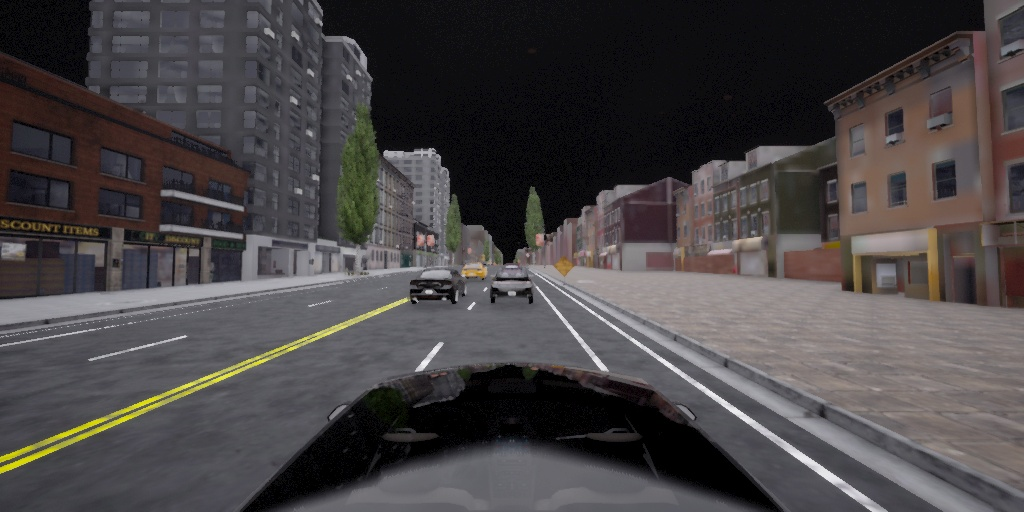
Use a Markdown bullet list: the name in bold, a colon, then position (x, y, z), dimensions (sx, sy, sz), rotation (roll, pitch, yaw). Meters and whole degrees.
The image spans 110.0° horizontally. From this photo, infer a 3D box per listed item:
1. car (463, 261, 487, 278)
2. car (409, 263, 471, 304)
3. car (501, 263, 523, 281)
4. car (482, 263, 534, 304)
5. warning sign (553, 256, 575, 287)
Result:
- **car**: position (-3.251, 1.312, 31.522), dimensions (1.882, 1.535, 5.008), rotation (0, 0, 0)
- **car**: position (-3.250, 1.259, 16.511), dimensions (1.882, 1.535, 5.008), rotation (0, 0, 0)
- **car**: position (-0.001, 1.360, 31.522), dimensions (1.812, 1.442, 4.674), rotation (0, 0, 0)
- **car**: position (0.000, 1.269, 16.512), dimensions (2.128, 1.511, 4.902), rotation (0, 0, 0)
- **warning sign**: position (3.224, 0.903, 21.874), dimensions (1.300, 1.860, 1.060), rotation (0, 0, 0)
